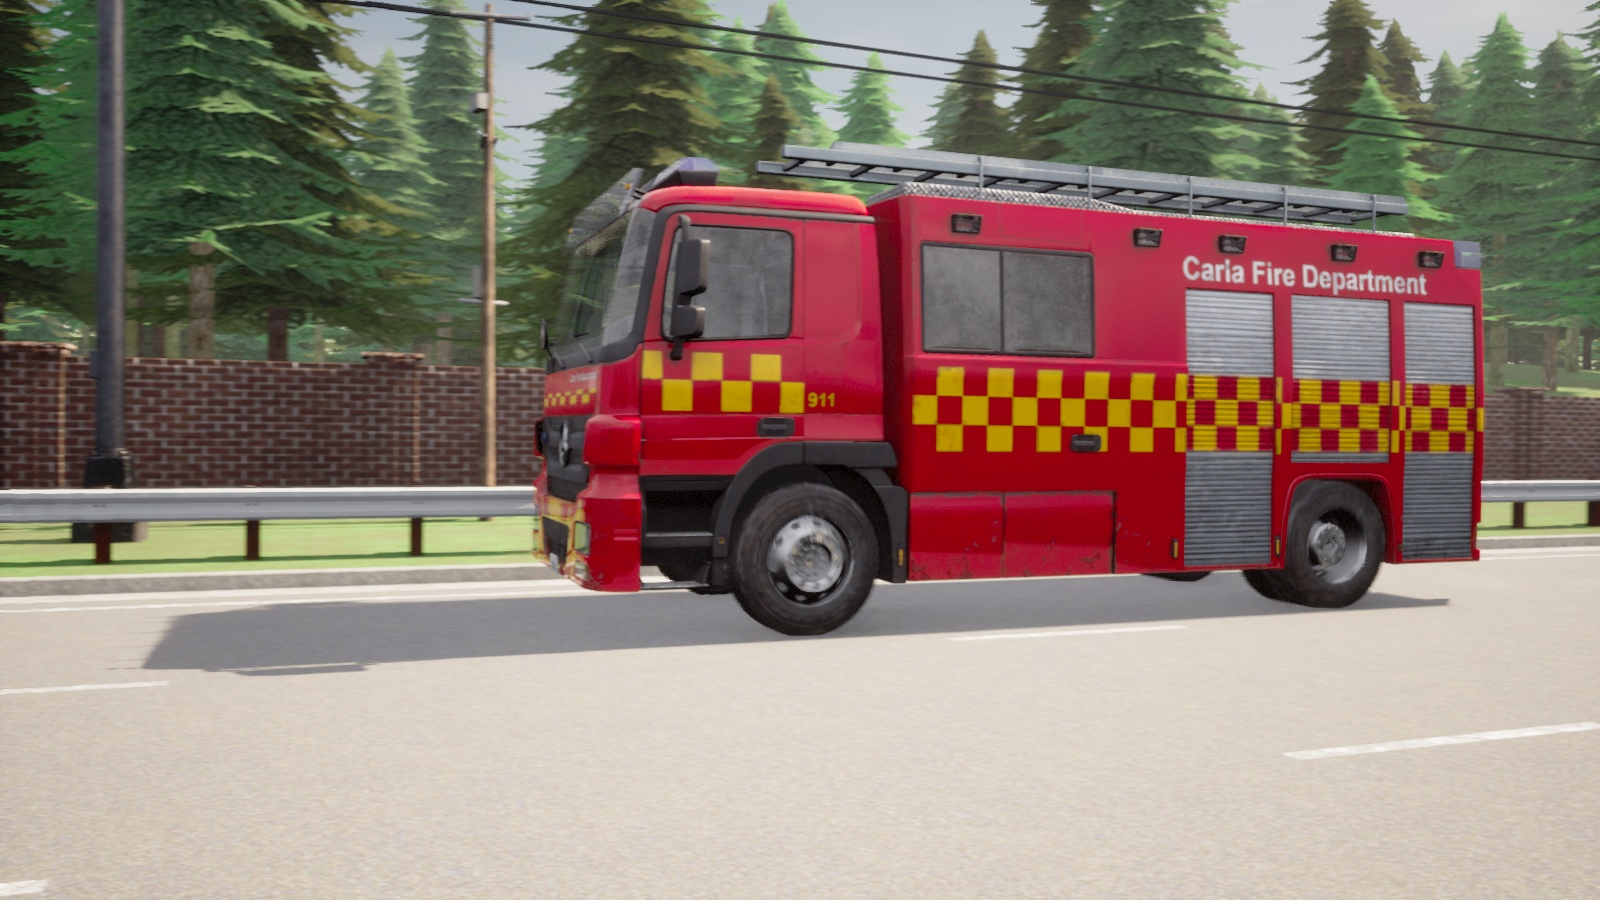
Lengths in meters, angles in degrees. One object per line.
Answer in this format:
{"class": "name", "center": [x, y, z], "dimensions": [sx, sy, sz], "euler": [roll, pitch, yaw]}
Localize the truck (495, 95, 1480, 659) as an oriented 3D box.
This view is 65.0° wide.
{"class": "truck", "center": [1.775, -0.571, 11.386], "dimensions": [8.468, 3.827, 2.891], "euler": [-1, 1, -21]}
